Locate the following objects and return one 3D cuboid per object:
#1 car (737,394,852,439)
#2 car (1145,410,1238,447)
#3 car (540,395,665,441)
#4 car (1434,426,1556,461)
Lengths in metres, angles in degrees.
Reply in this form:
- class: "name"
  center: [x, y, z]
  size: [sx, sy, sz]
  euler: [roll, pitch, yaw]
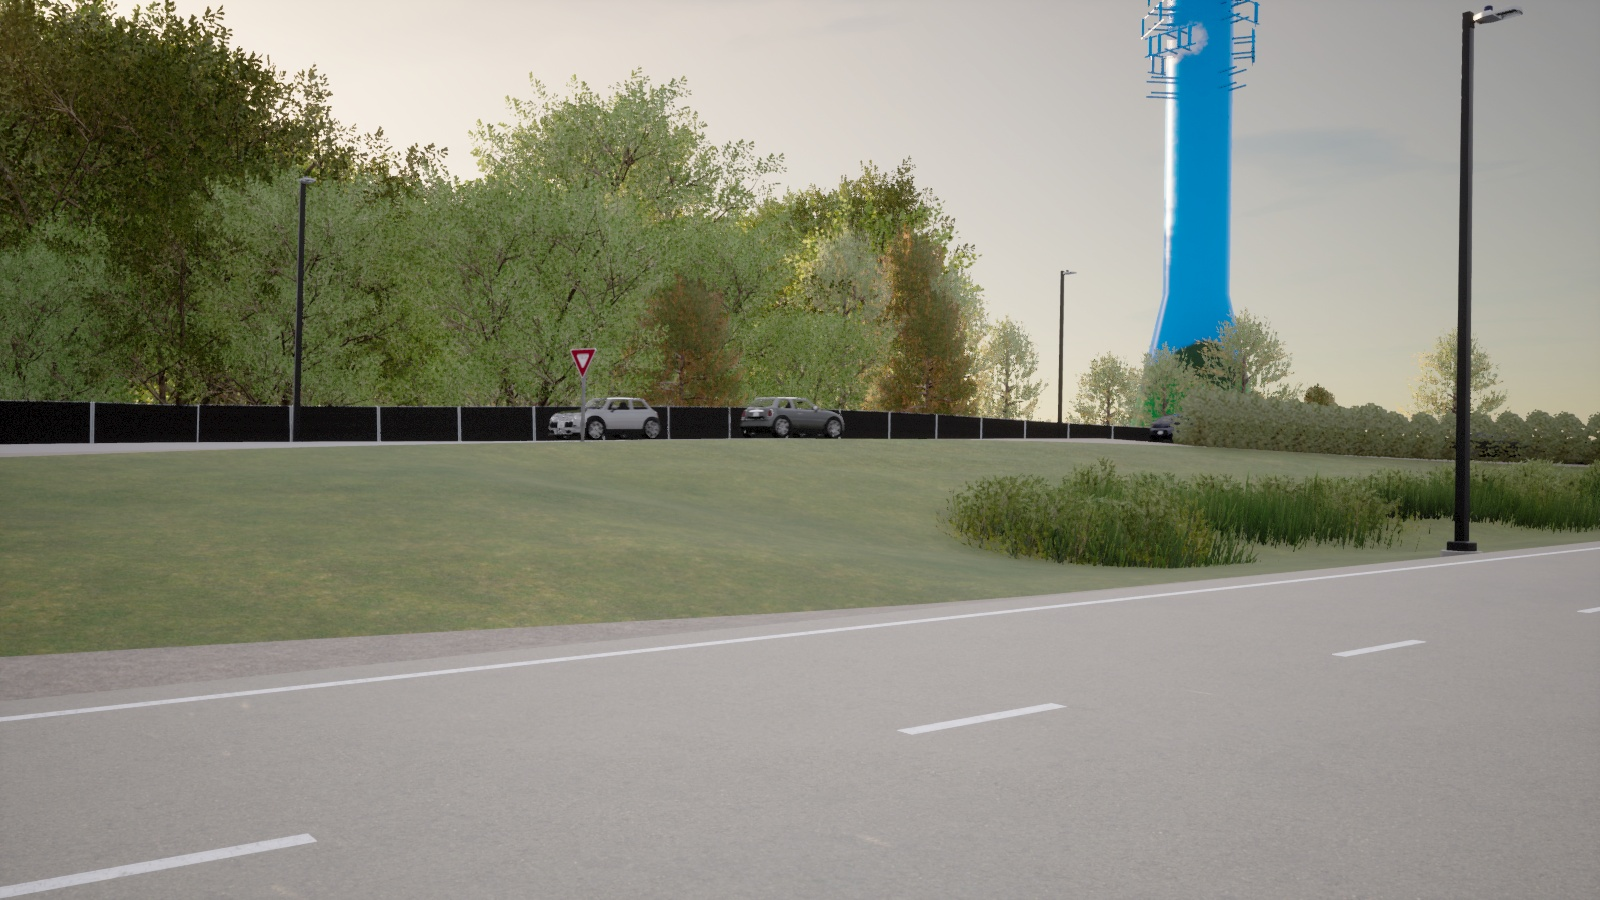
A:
- class: "car"
  center: [-0.181, -1.166, 45.082]
  size: [3.806, 1.475, 1.970]
  euler: [1, -1, -43]
- class: "car"
  center: [18.150, -0.959, 58.208]
  size: [4.193, 1.474, 1.816]
  euler: [3, -2, -33]
- class: "car"
  center: [-6.768, -1.084, 43.261]
  size: [1.970, 1.475, 3.806]
  euler: [0, 1, 42]
- class: "car"
  center: [34.430, -0.320, 62.298]
  size: [5.008, 1.535, 1.882]
  euler: [2, 0, -1]
